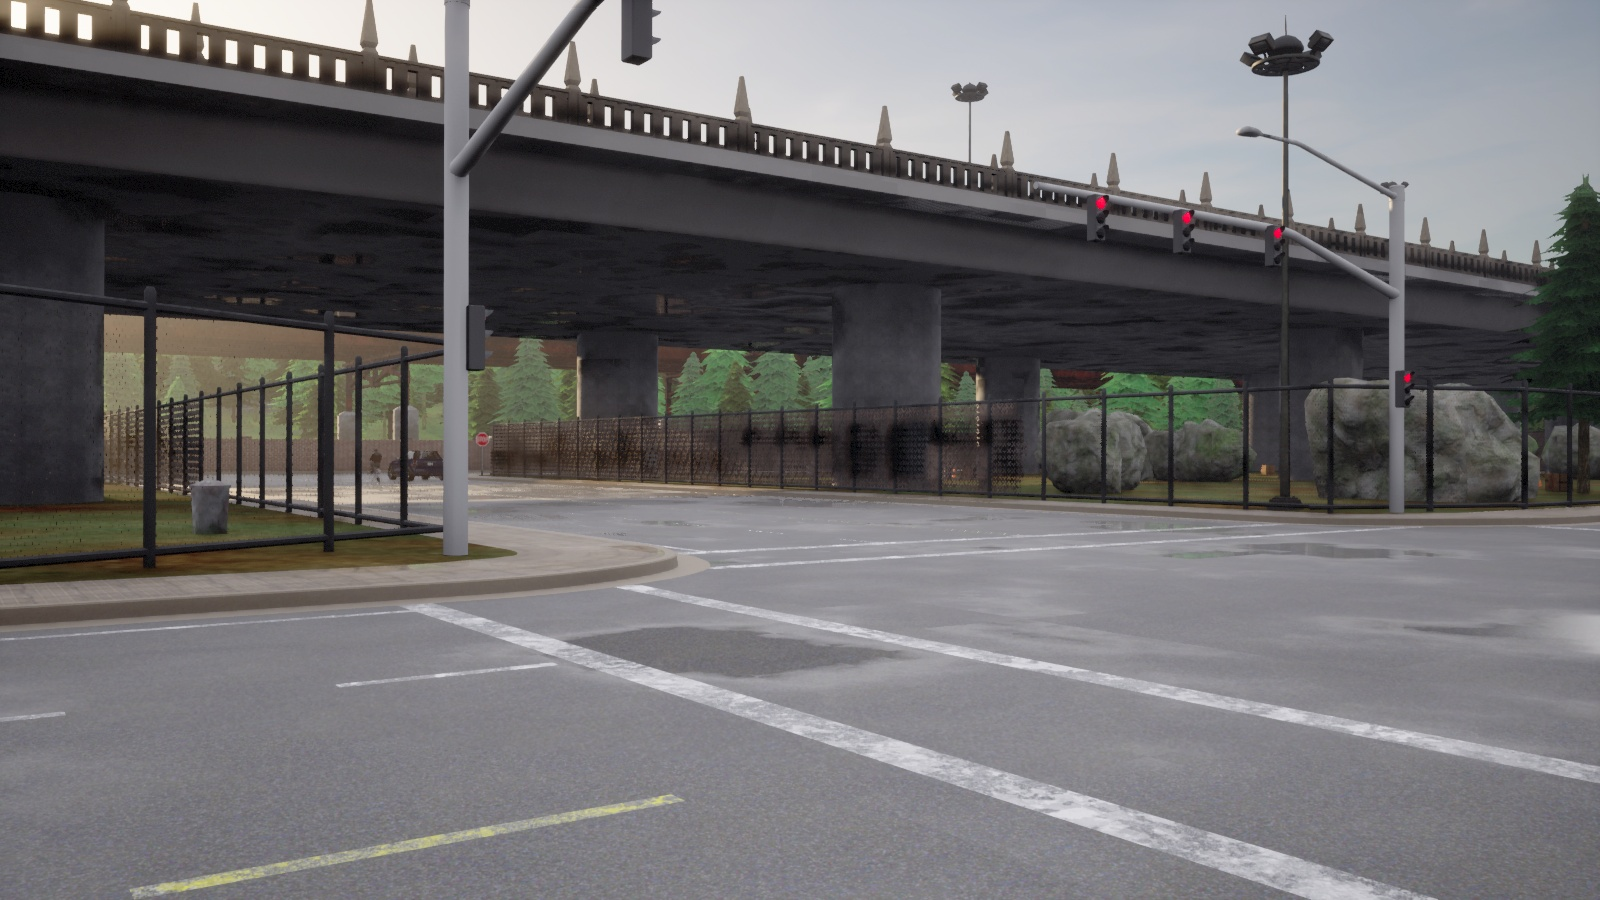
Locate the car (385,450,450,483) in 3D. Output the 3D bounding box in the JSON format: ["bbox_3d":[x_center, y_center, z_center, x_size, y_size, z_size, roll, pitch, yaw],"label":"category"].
[{"bbox_3d":[-21.011,0.872,68.921,2.097,1.767,4.553,0,0,-35],"label":"car"}]
